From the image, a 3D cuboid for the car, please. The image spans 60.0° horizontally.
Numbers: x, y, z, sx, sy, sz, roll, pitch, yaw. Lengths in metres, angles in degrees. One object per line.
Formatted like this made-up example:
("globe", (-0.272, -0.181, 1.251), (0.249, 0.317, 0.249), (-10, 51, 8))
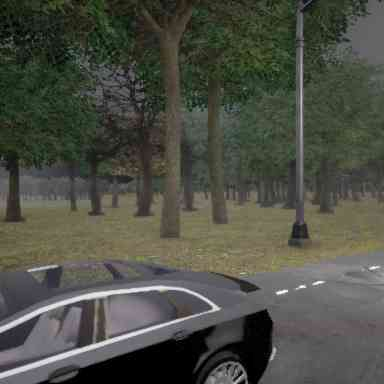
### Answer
("car", (-1.351, 1.491, 3.027), (4.902, 1.511, 2.128), (0, 0, -35))
